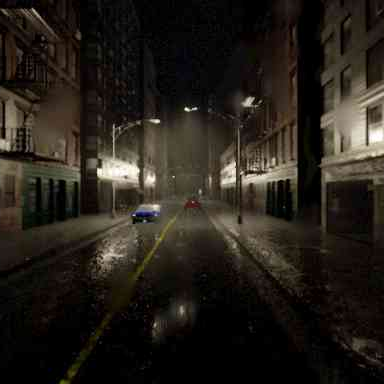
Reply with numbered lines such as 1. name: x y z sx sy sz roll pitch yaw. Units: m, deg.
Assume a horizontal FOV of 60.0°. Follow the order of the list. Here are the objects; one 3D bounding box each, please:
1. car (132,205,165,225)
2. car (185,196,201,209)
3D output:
1. car: -3.091 1.601 24.012 1.895 1.301 4.718 0 0 0
2. car: 0.117 1.352 44.477 2.097 1.767 4.553 0 0 0
